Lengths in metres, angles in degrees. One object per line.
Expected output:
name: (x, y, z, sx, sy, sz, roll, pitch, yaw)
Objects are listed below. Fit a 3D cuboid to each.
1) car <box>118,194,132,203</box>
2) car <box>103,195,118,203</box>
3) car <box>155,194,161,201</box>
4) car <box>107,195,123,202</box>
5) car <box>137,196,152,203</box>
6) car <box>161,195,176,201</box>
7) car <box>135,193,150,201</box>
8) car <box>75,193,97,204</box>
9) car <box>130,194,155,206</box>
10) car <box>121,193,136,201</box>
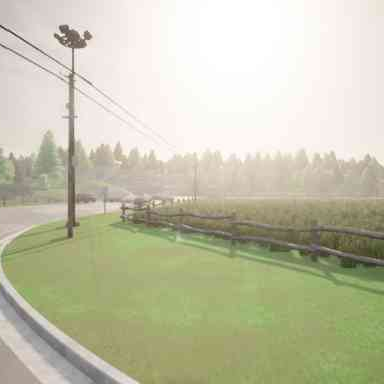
car: (-13.215, 1.504, 69.131, 1.812, 1.442, 4.674, 0, 0, 9)
car: (-16.751, 1.529, 69.172, 2.033, 1.411, 5.357, 0, 0, 9)
car: (-8.213, 1.330, 78.374, 1.837, 1.490, 4.892, 0, 0, 9)
car: (-18.520, 1.537, 80.419, 2.033, 1.411, 5.357, 0, 0, 9)
car: (-9.767, 1.599, 68.522, 1.895, 1.301, 4.718, 0, 0, 9)
car: (-4.961, 1.523, 76.529, 2.128, 1.511, 4.902, 0, 0, 9)
car: (-11.675, 1.185, 78.889, 2.097, 1.767, 4.553, 0, 0, 9)
car: (-20.790, 1.219, 65.395, 2.150, 2.045, 5.566, 0, 0, 9)
car: (-8.172, 1.505, 55.535, 1.837, 1.490, 4.892, 0, 0, 9)
car: (-15.132, 1.185, 79.435, 2.097, 1.767, 4.553, 0, 0, 9)
